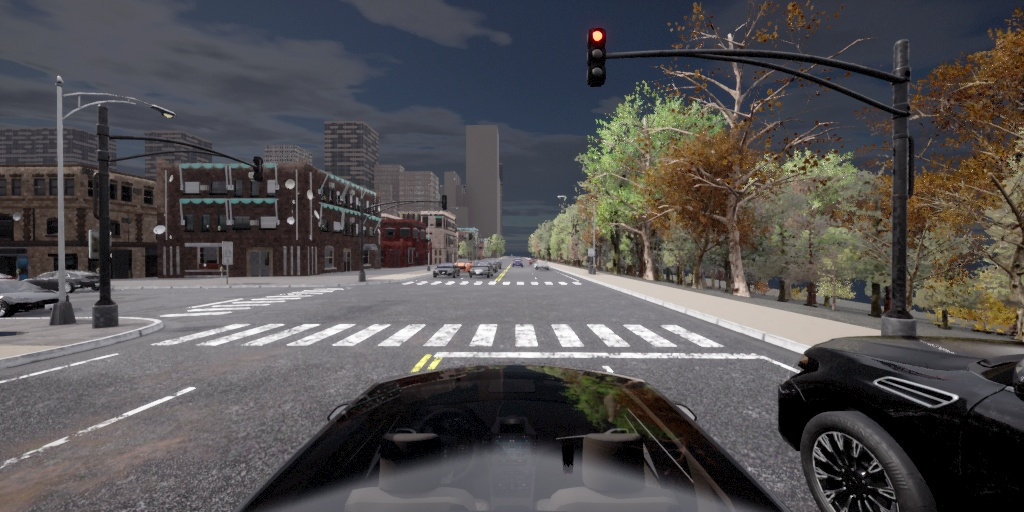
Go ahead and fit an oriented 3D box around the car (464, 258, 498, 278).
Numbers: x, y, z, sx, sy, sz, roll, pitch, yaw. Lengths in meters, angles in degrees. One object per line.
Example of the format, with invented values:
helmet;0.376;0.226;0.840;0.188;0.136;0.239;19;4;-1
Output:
car;-2.821;1.232;33.779;2.128;1.511;4.902;0;0;3

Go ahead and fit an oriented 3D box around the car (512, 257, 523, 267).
car;0.999;1.252;63.801;1.812;1.442;4.674;0;0;1

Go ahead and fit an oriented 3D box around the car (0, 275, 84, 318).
car;-19.767;1.565;13.713;4.313;1.339;1.948;0;0;1

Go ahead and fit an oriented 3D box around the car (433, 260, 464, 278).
car;-6.082;1.304;33.764;1.994;1.385;4.181;0;0;1

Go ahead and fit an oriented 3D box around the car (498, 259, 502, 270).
car;-2.675;1.227;43.270;2.128;1.511;4.902;0;0;1

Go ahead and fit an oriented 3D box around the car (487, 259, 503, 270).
car;-2.505;1.223;53.512;2.128;1.511;4.902;0;0;1

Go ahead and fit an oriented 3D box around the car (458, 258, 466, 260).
car;-5.916;1.088;43.760;2.097;1.767;4.553;0;0;1

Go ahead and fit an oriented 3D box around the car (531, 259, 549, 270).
car;4.147;1.333;51.168;1.895;1.301;4.718;0;0;1

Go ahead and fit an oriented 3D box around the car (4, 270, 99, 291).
car;-27.959;1.560;22.360;4.403;1.370;2.007;0;0;1

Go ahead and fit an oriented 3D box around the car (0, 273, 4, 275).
car;-33.494;1.654;22.458;4.207;1.307;1.802;0;0;1

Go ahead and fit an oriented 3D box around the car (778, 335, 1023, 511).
car;3.322;0.972;0.675;2.150;2.045;5.566;0;0;1
